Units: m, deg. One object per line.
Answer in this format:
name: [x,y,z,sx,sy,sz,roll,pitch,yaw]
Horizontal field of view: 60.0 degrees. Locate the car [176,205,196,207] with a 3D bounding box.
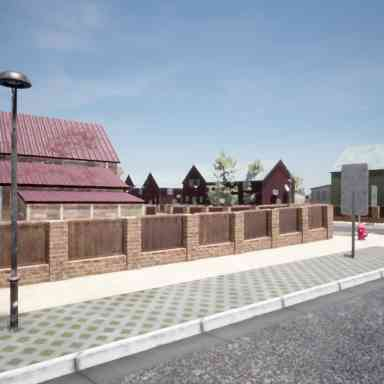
car: [-0.241,2.067,34.075,2.097,1.767,4.553,1,-3,-36]
